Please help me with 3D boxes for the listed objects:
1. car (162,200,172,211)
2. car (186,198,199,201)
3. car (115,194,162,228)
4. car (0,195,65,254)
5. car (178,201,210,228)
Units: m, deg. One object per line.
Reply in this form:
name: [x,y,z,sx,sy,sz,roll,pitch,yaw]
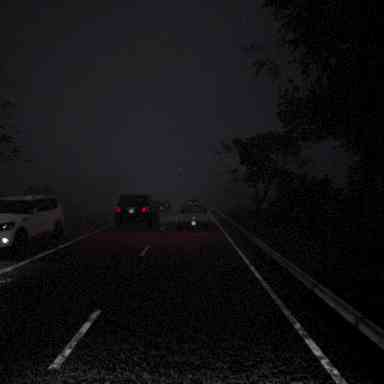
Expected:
car: [-3.415,1.541,39.316,1.895,1.301,4.718,0,-1,0]
car: [0.085,1.437,38.819,1.837,1.490,4.892,0,-1,0]
car: [-3.408,1.136,21.320,2.150,2.045,5.566,0,0,0]
car: [-7.100,1.166,13.572,2.150,2.045,5.566,0,0,0]
car: [0.092,1.514,21.427,1.895,1.301,4.718,0,0,0]
